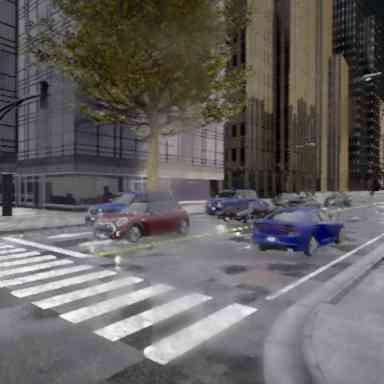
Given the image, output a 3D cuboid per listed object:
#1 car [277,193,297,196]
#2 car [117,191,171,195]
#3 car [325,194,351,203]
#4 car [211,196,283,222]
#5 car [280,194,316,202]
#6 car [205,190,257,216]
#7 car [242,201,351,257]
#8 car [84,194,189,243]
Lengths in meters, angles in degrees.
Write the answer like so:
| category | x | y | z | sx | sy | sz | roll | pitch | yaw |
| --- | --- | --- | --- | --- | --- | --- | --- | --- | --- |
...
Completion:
| category | x | y | z | sx | sy | sz | roll | pitch | yaw |
| --- | --- | --- | --- | --- | --- | --- | --- | --- | --- |
| car | 9.717 | 0.853 | 34.520 | 2.097 | 1.767 | 4.553 | 1 | 1 | 40 |
| car | -3.271 | 0.971 | 18.887 | 2.150 | 2.045 | 5.566 | 1 | 1 | 40 |
| car | 16.524 | 0.935 | 37.597 | 2.128 | 1.511 | 4.902 | 1 | 1 | 40 |
| car | 3.855 | 1.237 | 22.392 | 2.033 | 1.411 | 5.357 | 1 | 1 | 39 |
| car | 9.866 | 1.138 | 29.620 | 1.994 | 1.385 | 4.181 | 1 | 1 | 40 |
| car | 3.350 | 0.846 | 26.865 | 2.150 | 2.045 | 5.566 | 1 | 1 | 40 |
| car | 4.112 | 1.312 | 12.416 | 1.882 | 1.535 | 5.008 | 0 | 1 | 41 |
| car | -2.188 | 1.154 | 15.104 | 2.097 | 1.767 | 4.553 | 1 | 1 | 40 |
